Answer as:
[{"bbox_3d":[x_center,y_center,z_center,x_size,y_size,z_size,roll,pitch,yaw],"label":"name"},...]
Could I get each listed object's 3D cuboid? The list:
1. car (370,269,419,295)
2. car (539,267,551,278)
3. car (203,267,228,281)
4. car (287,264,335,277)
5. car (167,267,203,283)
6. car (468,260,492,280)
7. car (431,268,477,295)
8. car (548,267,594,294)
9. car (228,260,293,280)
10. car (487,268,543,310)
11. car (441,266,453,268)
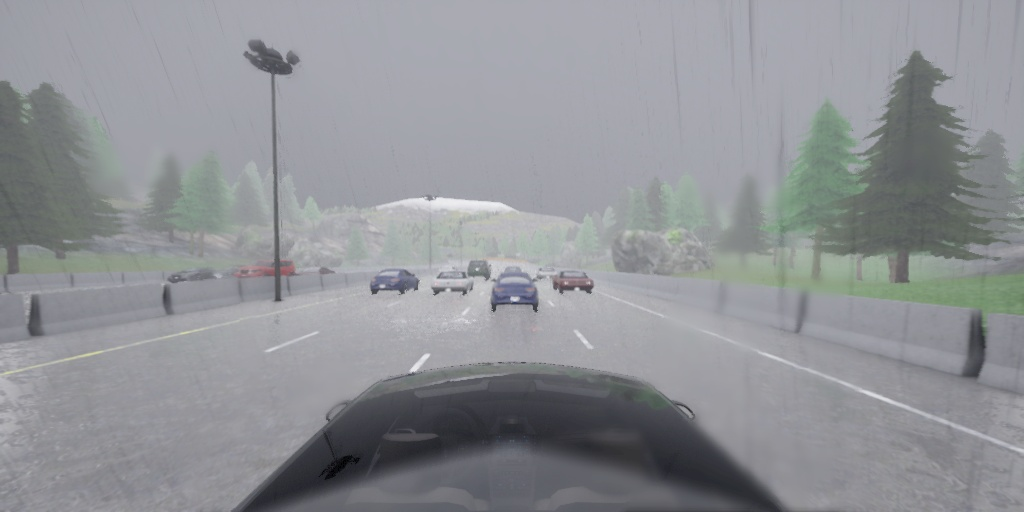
[{"bbox_3d":[-6.899,1.477,21.381,1.812,1.442,4.674,0,-1,0],"label":"car"},{"bbox_3d":[3.601,1.843,38.108,1.895,1.301,4.718,0,-1,0],"label":"car"},{"bbox_3d":[-24.592,1.623,32.433,2.128,1.511,4.902,0,-1,0],"label":"car"},{"bbox_3d":[-17.594,1.651,32.111,1.812,1.442,4.674,0,-1,0],"label":"car"},{"bbox_3d":[-28.092,1.687,32.002,1.994,1.385,4.181,0,-1,0],"label":"car"},{"bbox_3d":[-3.399,1.456,37.637,2.150,2.045,5.566,0,-1,0],"label":"car"},{"bbox_3d":[-3.399,1.551,21.361,1.895,1.301,4.718,0,-1,0],"label":"car"},{"bbox_3d":[3.601,1.561,22.052,1.895,1.301,4.718,0,-1,0],"label":"car"},{"bbox_3d":[-21.095,1.327,31.036,2.150,2.045,5.566,0,-1,0],"label":"car"},{"bbox_3d":[0.102,1.397,15.179,1.812,1.442,4.674,0,-1,0],"label":"car"},{"bbox_3d":[-6.899,1.777,38.524,1.812,1.442,4.674,0,-1,0],"label":"car"}]
